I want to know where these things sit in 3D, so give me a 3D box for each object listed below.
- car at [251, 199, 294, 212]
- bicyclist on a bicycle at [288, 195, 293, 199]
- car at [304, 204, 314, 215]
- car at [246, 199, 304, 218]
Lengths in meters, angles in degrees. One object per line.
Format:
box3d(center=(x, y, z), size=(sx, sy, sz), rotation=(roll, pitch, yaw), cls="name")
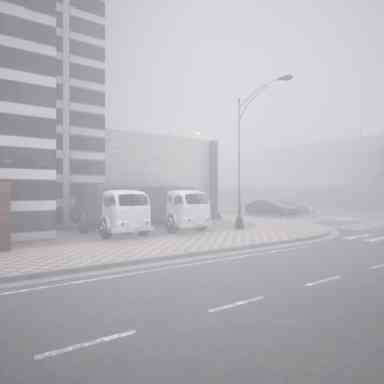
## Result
box3d(center=(9.242, 1.544, 38.627), size=(1.895, 1.301, 4.718), rotation=(0, 0, -36), cls="car")
box3d(center=(13.380, 1.243, 45.327), size=(1.656, 1.620, 0.582), rotation=(0, 0, -36), cls="bicyclist on a bicycle")
box3d(center=(9.367, 1.435, 32.090), size=(2.128, 1.511, 4.902), rotation=(0, 0, -36), cls="car")
box3d(center=(6.950, 1.421, 29.456), size=(1.882, 1.535, 5.008), rotation=(0, 0, -36), cls="car")
